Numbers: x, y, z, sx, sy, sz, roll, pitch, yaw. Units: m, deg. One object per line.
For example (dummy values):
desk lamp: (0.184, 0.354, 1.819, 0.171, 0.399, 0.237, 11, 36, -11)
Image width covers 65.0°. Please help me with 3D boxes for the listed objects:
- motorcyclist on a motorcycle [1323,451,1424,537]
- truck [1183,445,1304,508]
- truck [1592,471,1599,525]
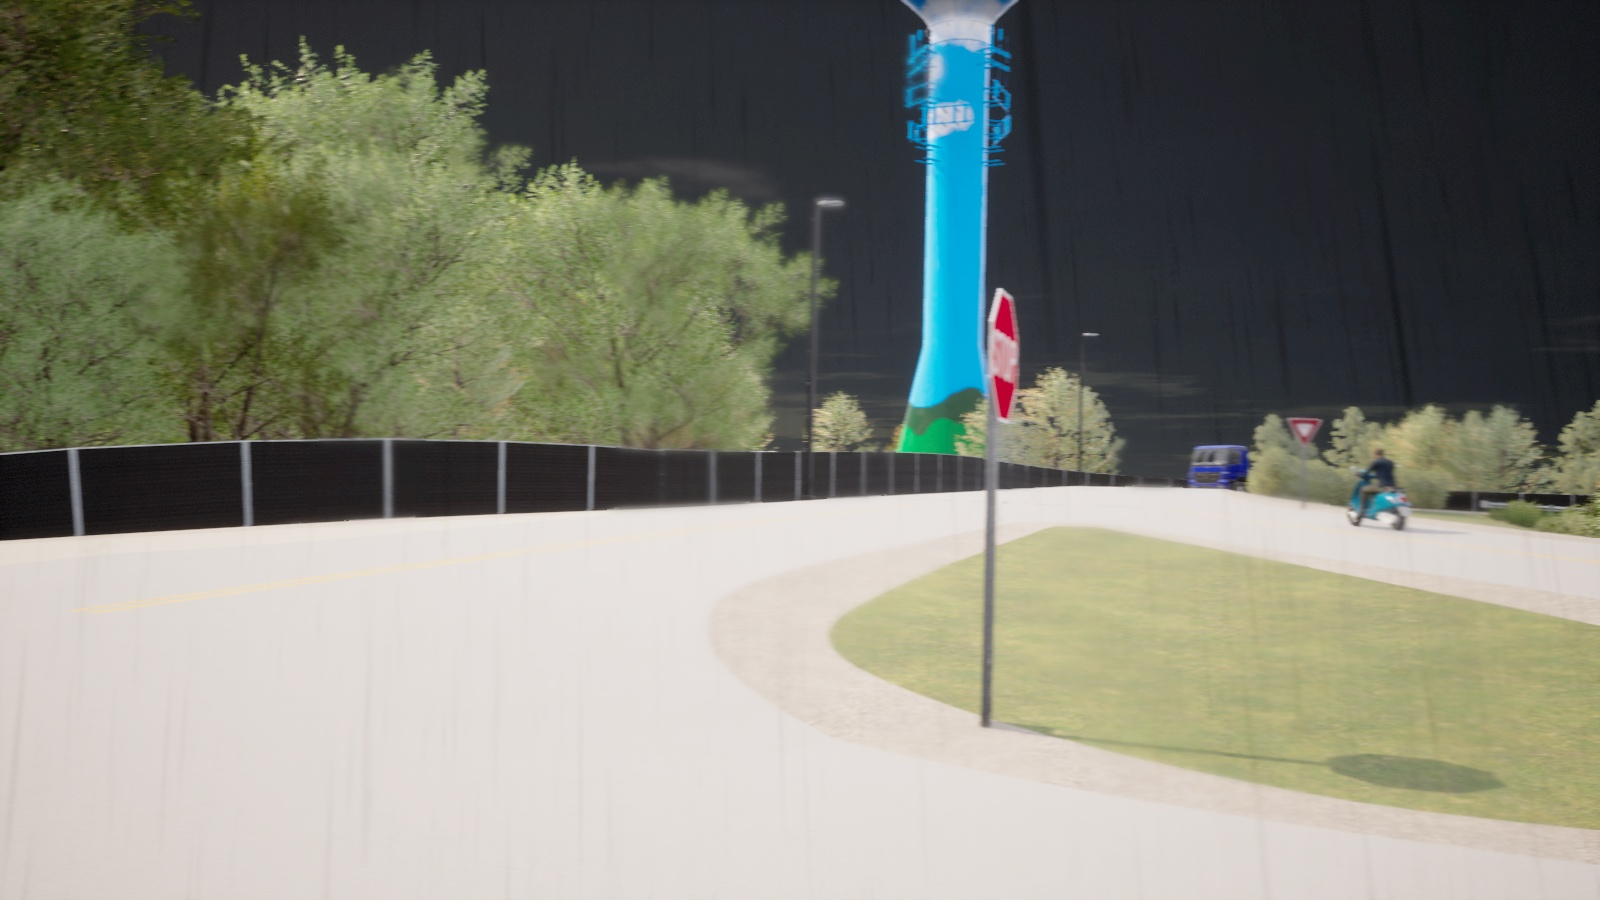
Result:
motorcyclist on a motorcycle: (11.164, 0.839, 24.533, 0.866, 1.590, 1.817, 1, 0, -11)
truck: (28.155, 1.732, 79.589, 7.936, 3.462, 2.891, 5, -4, -32)
truck: (55.298, 3.298, 79.850, 7.936, 3.462, 2.891, 3, -2, 25)
